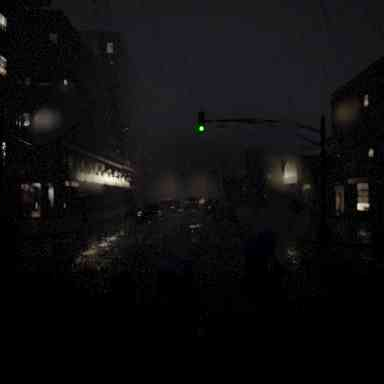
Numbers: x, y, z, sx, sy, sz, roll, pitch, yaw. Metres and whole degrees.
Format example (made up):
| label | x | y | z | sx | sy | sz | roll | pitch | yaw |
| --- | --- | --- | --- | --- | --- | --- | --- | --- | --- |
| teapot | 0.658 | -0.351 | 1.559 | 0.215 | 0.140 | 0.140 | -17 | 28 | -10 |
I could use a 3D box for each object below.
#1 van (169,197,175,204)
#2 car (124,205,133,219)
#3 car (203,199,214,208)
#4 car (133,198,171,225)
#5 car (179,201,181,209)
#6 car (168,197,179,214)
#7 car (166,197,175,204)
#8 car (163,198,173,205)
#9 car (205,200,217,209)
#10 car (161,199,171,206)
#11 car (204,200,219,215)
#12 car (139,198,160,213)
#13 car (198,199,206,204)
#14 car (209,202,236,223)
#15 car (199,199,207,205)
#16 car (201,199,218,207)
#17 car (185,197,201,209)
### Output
| label | x | y | z | sx | sy | sz | roll | pitch | yaw |
| --- | --- | --- | --- | --- | --- | --- | --- | --- | --- |
| van | -5.663 | 2.398 | 94.570 | 1.690 | 1.788 | 3.998 | 0 | -1 | 0 |
| car | -5.679 | 1.883 | 33.469 | 1.752 | 1.417 | 4.829 | 0 | -1 | 0 |
| car | 3.163 | 2.194 | 63.898 | 1.837 | 1.490 | 4.892 | 0 | -1 | 0 |
| car | -3.090 | 1.635 | 26.523 | 2.097 | 1.767 | 4.553 | 0 | -1 | 0 |
| car | -2.984 | 2.153 | 59.078 | 1.882 | 1.535 | 5.008 | 0 | -1 | 0 |
| car | -3.079 | 1.794 | 41.327 | 2.097 | 1.767 | 4.553 | 0 | -1 | 0 |
| car | -5.664 | 2.305 | 89.031 | 2.192 | 1.841 | 5.009 | 0 | -1 | 0 |
| car | -5.667 | 2.298 | 77.951 | 1.967 | 1.590 | 4.097 | 0 | -1 | 0 |
| car | 3.164 | 2.135 | 56.898 | 1.812 | 1.442 | 4.674 | 0 | -1 | 0 |
| car | -5.669 | 2.338 | 72.412 | 1.887 | 1.381 | 4.507 | 0 | -1 | 0 |
| car | 2.703 | 1.996 | 39.176 | 1.802 | 1.307 | 4.206 | 0 | -1 | 0 |
| car | -5.675 | 1.794 | 44.719 | 2.192 | 1.841 | 5.009 | 0 | -1 | 0 |
| car | 2.716 | 2.536 | 89.026 | 2.008 | 1.369 | 4.403 | 0 | -1 | 0 |
| car | 2.701 | 1.824 | 28.269 | 1.752 | 1.417 | 4.829 | 0 | -1 | 0 |
| car | 2.715 | 2.446 | 83.658 | 1.752 | 1.417 | 4.829 | 0 | -1 | 0 |
| car | 2.706 | 1.790 | 44.718 | 2.192 | 1.841 | 5.009 | 0 | -1 | 0 |
| car | 0.015 | 1.816 | 55.354 | 2.150 | 2.045 | 5.566 | 0 | -1 | 0 |
